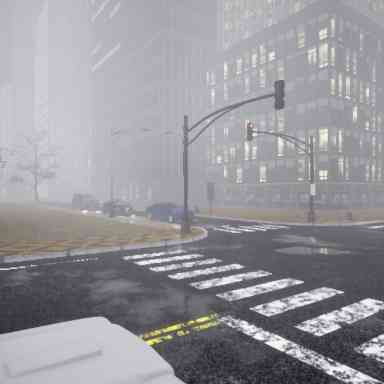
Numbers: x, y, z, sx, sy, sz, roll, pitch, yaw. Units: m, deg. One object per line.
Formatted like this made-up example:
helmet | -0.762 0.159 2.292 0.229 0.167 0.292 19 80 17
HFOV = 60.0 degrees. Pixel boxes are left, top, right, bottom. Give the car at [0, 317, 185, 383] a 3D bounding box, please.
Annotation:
car | -2.245 1.601 1.841 4.718 1.301 1.895 0 0 -36

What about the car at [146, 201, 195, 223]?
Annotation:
car | -1.755 1.484 25.815 1.882 1.535 5.008 0 0 -36

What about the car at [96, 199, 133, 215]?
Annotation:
car | -7.733 1.497 34.275 2.128 1.511 4.902 0 0 -35

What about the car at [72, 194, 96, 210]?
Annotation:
car | -13.821 1.227 42.916 2.150 2.045 5.566 0 0 -35
